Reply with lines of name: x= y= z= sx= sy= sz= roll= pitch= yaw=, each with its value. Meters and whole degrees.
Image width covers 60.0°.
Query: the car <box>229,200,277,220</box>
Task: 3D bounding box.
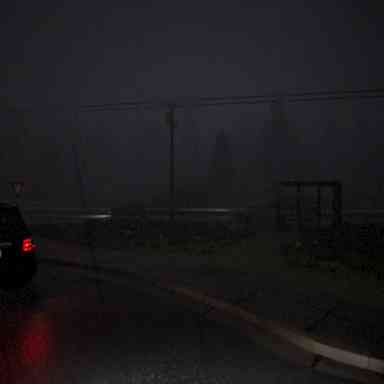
car: x=5.228 y=1.586 z=25.582 sx=4.674 sy=1.442 sz=1.812 roll=0 pitch=0 yaw=12

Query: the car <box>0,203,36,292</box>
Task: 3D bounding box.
car: x=-5.916 y=1.250 z=7.727 sx=5.566 sy=2.045 sz=2.150 roll=0 pitch=0 yaw=34

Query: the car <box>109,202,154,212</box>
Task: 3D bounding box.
car: x=-5.700 y=1.652 z=31.449 sx=4.181 sy=1.385 sz=1.994 roll=0 pitch=0 yaw=11

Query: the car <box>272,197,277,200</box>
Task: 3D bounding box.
car: x=7.959 y=1.283 z=28.740 sx=5.566 sy=2.045 sz=2.150 roll=-1 pitch=0 yaw=12
